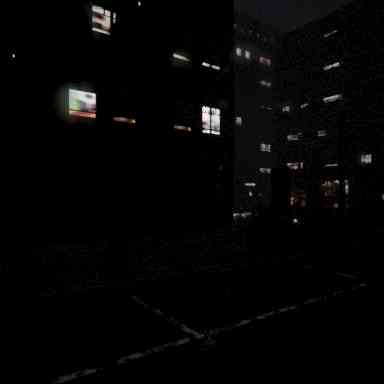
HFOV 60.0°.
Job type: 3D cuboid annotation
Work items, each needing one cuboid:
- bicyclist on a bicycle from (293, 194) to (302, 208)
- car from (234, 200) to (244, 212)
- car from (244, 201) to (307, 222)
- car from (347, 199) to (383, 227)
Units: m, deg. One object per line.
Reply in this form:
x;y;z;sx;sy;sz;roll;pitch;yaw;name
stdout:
11.503;1.011;36.215;1.656;1.620;0.582;0;1;-36;bicyclist on a bicycle
3.218;1.198;32.748;1.812;1.442;4.674;0;1;-36;car
6.254;1.342;24.195;2.008;1.369;4.403;1;0;-36;car
11.681;1.272;19.722;2.097;1.767;4.553;0;2;-25;car
